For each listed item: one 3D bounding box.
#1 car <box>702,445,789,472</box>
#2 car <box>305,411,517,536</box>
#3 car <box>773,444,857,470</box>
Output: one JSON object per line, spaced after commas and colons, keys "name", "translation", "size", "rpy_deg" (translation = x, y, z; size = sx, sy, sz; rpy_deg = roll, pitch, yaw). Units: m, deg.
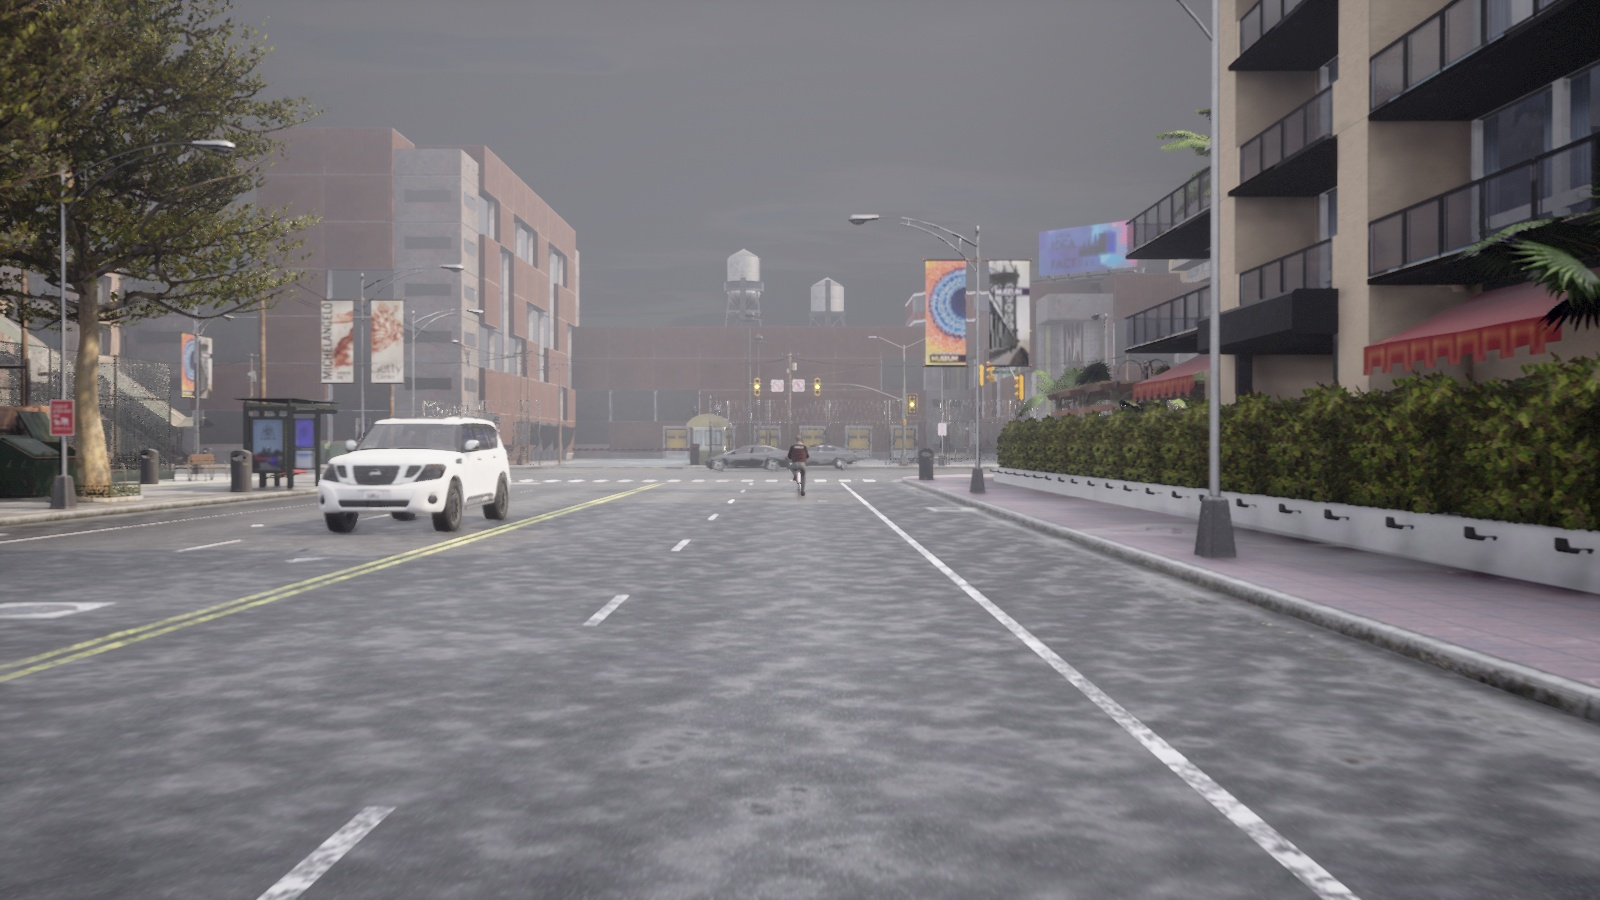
{"name": "car", "translation": [-3.027, 0.460, 70.662], "size": [4.792, 1.488, 2.163], "rpy_deg": [0, 0, -1]}
{"name": "car", "translation": [-6.991, 0.366, 23.329], "size": [2.150, 2.045, 5.566], "rpy_deg": [0, 0, 1]}
{"name": "car", "translation": [0.847, 0.405, 74.158], "size": [4.902, 1.511, 2.128], "rpy_deg": [0, 0, -1]}
